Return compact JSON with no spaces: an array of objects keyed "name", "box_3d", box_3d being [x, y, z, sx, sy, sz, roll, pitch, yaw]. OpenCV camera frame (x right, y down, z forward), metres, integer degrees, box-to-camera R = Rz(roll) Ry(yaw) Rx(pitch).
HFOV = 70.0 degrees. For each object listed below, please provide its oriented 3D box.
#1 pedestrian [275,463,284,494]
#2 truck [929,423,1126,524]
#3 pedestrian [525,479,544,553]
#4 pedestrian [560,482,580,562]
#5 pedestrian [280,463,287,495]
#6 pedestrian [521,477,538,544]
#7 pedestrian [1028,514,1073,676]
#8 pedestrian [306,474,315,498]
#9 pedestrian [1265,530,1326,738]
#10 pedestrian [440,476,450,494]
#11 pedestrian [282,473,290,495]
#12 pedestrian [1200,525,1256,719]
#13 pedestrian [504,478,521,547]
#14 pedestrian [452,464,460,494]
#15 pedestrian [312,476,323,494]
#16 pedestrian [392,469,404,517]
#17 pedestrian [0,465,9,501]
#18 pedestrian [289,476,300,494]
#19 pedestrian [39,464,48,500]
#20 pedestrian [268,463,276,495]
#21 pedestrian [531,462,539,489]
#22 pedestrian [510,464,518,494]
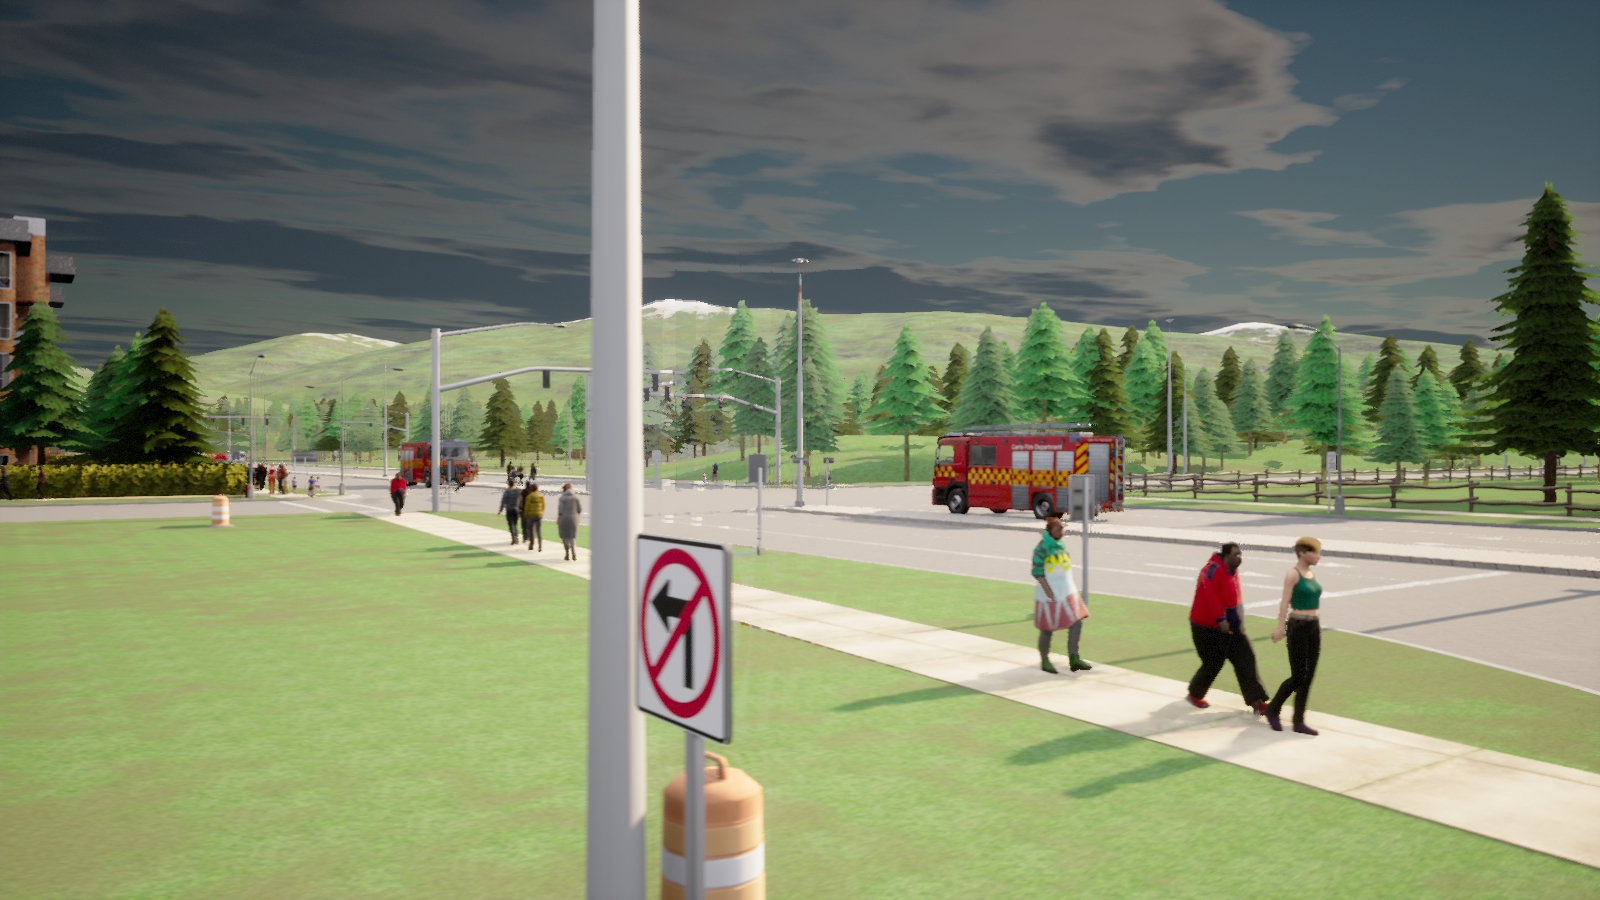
[{"name":"pedestrian","box_3d":[-31.076,1.696,68.203,0.375,1.860,0.375,0,0,-7]},{"name":"truck","box_3d":[9.283,0.891,47.723,2.891,3.827,8.468,0,0,-34]},{"name":"pedestrian","box_3d":[-6.856,1.696,29.524,0.375,1.860,0.375,0,0,-30]},{"name":"pedestrian","box_3d":[-5.443,1.696,27.051,0.375,1.860,0.375,0,0,-29]},{"name":"pedestrian","box_3d":[-30.478,1.697,67.426,0.375,1.860,0.375,0,0,-23]},{"name":"pedestrian","box_3d":[-7.617,1.696,32.115,0.375,1.860,0.375,0,0,-29]},{"name":"pedestrian","box_3d":[2.968,1.697,13.541,0.375,1.860,0.375,0,0,-30]},{"name":"pedestrian","box_3d":[-27.165,1.978,63.460,0.375,1.300,0.375,0,0,-38]},{"name":"pedestrian","box_3d":[4.619,1.696,10.662,0.375,1.860,0.375,0,0,-33]},{"name":"pedestrian","box_3d":[-22.393,2.229,72.072,0.500,1.100,0.500,0,0,-40]},{"name":"pedestrian","box_3d":[-29.782,1.977,66.212,0.375,1.300,0.375,0,0,-28]},{"name":"pedestrian","box_3d":[4.282,1.696,11.422,0.375,1.860,0.375,0,0,-33]},{"name":"pedestrian","box_3d":[-7.867,1.696,31.294,0.375,1.860,0.375,0,0,-29]},{"name":"pedestrian","box_3d":[-21.887,1.849,72.696,0.375,1.860,0.375,0,0,-40]},{"name":"pedestrian","box_3d":[-28.546,2.067,67.584,0.500,1.100,0.500,0,0,-37]},{"name":"pedestrian","box_3d":[-15.762,1.696,44.799,0.375,1.860,0.375,0,0,-31]},{"name":"pedestrian","box_3d":[-41.216,1.697,59.217,0.375,1.860,0.375,0,0,-35]},{"name":"pedestrian","box_3d":[-30.048,2.078,67.924,0.500,1.100,0.500,0,0,-39]},{"name":"pedestrian","box_3d":[-39.812,1.697,60.150,0.375,1.860,0.375,0,0,-35]},{"name":"pedestrian","box_3d":[-31.236,1.697,67.598,0.375,1.860,0.375,0,0,-28]},{"name":"pedestrian","box_3d":[-17.741,1.704,76.499,0.375,1.860,0.375,0,0,32]},{"name":"pedestrian","box_3d":[-18.289,1.853,73.034,0.375,1.860,0.375,0,0,-32]}]
